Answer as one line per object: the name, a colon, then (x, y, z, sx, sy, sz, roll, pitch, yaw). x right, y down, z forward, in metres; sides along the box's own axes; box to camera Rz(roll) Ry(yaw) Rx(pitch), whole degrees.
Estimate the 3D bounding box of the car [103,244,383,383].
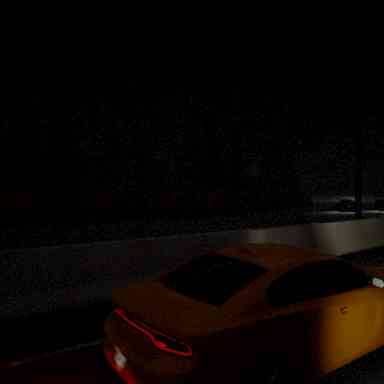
car: (1.322, 1.488, 4.674, 5.008, 1.535, 1.882, 1, 0, -35)
